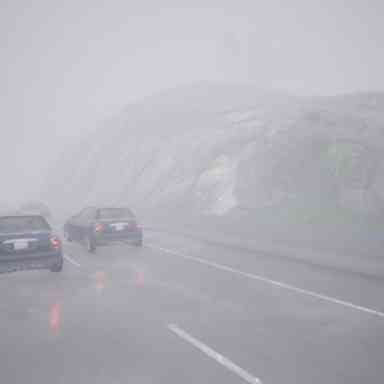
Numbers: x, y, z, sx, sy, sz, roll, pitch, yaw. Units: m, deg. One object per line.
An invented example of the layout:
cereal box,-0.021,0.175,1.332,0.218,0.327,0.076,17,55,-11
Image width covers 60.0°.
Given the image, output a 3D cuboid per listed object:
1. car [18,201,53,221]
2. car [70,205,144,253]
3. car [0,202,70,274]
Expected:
car,-12.753,1.463,26.996,1.994,1.385,4.181,0,0,-34
car,-3.808,1.312,13.867,2.097,1.767,4.553,0,0,-34
car,-5.347,1.313,9.884,2.097,1.767,4.553,0,0,-34
